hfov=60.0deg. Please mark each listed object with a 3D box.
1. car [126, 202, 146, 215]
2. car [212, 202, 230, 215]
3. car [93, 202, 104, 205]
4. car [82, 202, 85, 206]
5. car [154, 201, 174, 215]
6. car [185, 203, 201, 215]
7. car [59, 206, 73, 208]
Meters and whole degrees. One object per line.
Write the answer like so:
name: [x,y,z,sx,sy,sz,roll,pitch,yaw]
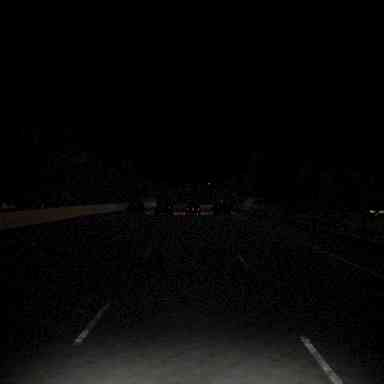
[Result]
car: [-6.873,2.034,41.382,1.882,1.535,5.008,0,-1,0]
car: [3.628,2.040,41.637,1.882,1.535,5.008,0,-1,0]
car: [-17.456,2.705,66.023,1.994,1.385,4.181,0,-2,0]
car: [-20.956,2.637,66.027,1.837,1.490,4.892,0,-2,0]
car: [-3.374,1.897,40.902,2.097,1.767,4.553,0,-1,0]
car: [0.128,2.085,40.523,2.033,1.411,5.357,0,-1,0]
car: [-24.456,2.662,66.029,2.128,1.511,4.902,0,-2,0]
